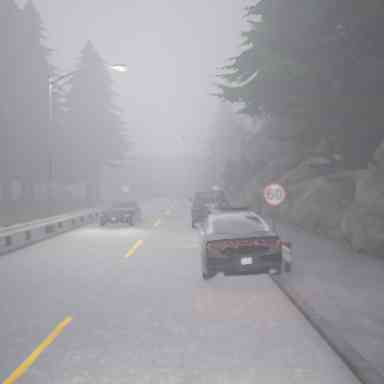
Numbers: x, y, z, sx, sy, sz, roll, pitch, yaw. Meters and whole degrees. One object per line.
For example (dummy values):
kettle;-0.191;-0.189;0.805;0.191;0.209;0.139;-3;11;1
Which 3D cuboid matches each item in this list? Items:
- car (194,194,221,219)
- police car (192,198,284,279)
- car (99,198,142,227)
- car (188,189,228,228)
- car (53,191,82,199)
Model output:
car;1.116;1.028;25.700;1.801;1.575;5.366;0;1;0
police car;1.132;1.213;9.621;1.930;1.638;5.238;-4;1;0
car;-4.151;1.173;20.022;1.837;1.490;4.892;0;0;0
car;0.993;0.845;19.538;2.150;2.045;5.566;-3;1;0
car;-22.347;0.502;59.559;4.902;1.511;2.128;0;1;0
